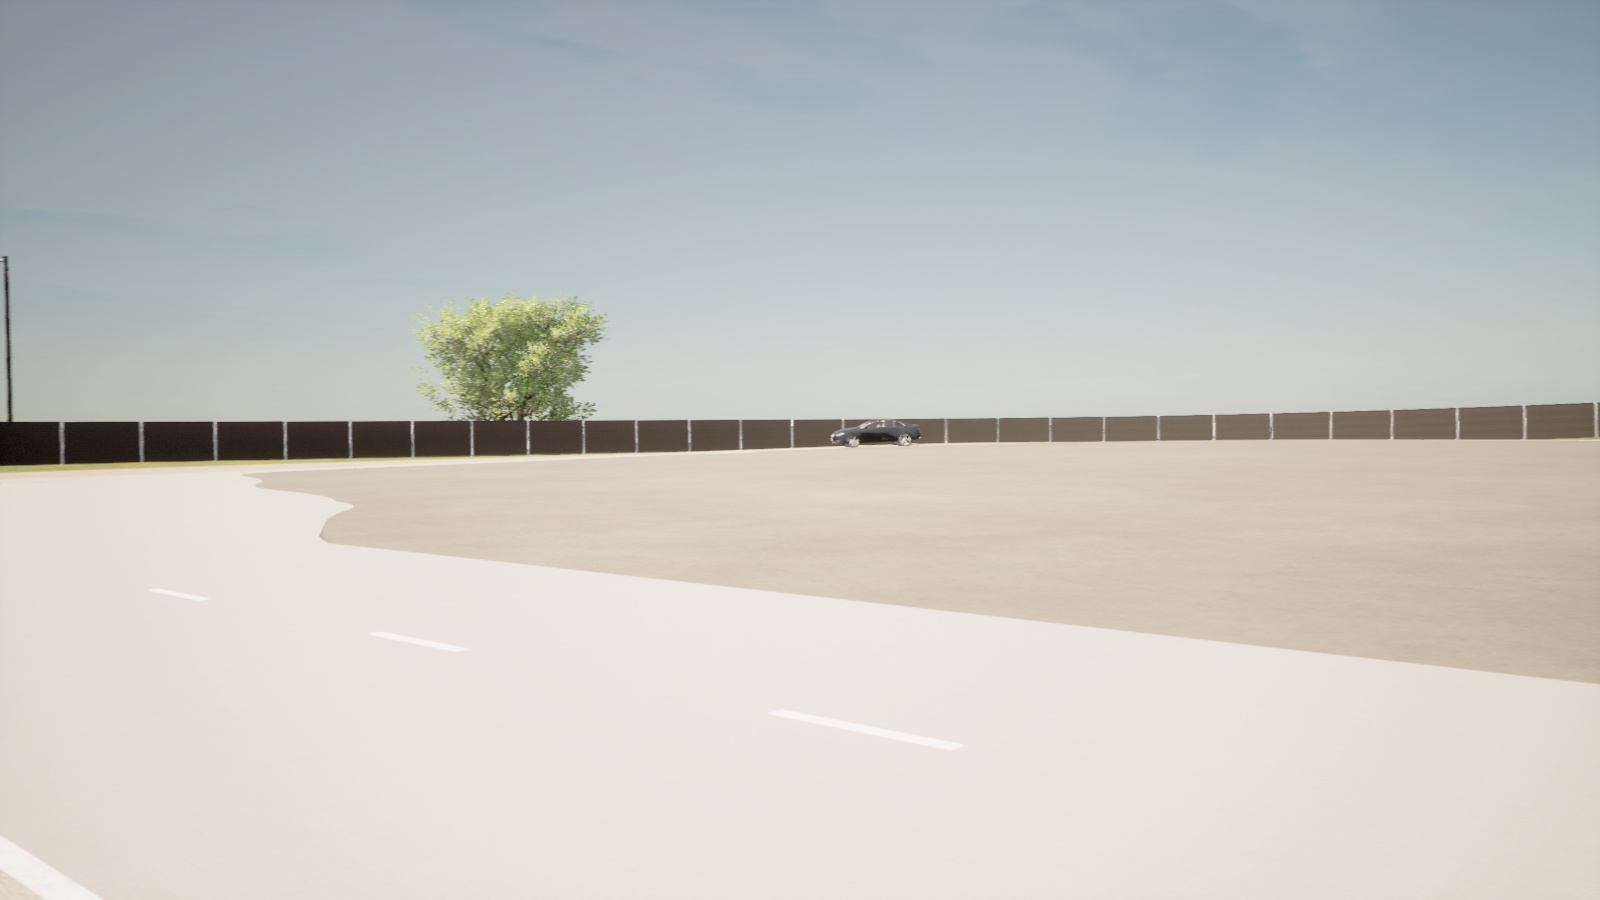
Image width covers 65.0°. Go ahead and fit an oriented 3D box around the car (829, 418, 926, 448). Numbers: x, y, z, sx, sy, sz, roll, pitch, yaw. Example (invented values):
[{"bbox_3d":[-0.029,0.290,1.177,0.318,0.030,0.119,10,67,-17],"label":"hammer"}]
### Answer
[{"bbox_3d":[4.180,-0.921,68.307,4.902,1.511,2.128,-1,0,-8],"label":"car"}]
